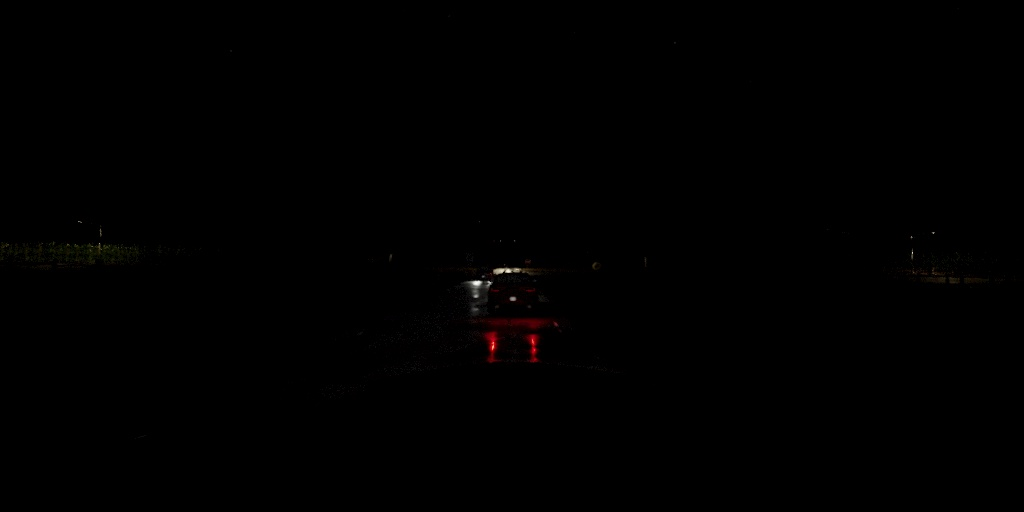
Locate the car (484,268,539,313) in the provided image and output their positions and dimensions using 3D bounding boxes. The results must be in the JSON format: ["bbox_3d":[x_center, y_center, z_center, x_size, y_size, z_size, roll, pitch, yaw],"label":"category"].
[{"bbox_3d":[0.053,1.413,15.051,1.882,1.535,5.008,0,-1,0],"label":"car"}]

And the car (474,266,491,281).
[{"bbox_3d":[-2.798,1.794,37.327,1.812,1.442,4.674,0,-1,1],"label":"car"}]
